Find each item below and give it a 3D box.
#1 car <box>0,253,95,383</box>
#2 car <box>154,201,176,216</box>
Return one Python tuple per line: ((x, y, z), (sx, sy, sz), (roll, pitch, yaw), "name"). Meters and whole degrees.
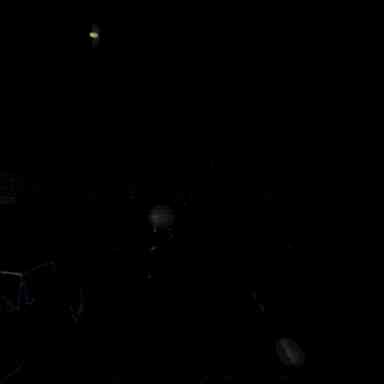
((-2.847, 1.610, 4.358), (1.895, 1.301, 4.718), (0, 0, 0), "car")
((-2.769, 1.656, 34.176), (1.812, 1.442, 4.674), (0, 0, 1), "car")
